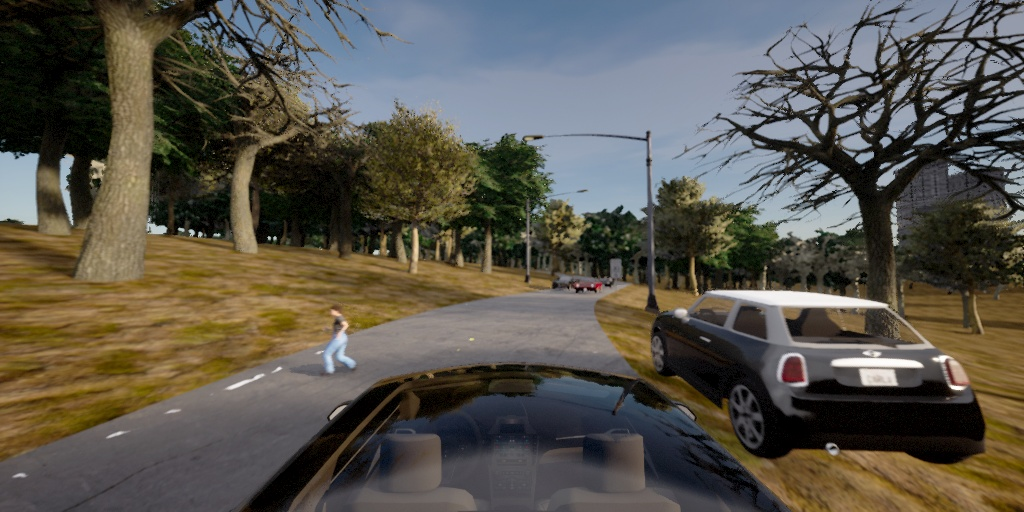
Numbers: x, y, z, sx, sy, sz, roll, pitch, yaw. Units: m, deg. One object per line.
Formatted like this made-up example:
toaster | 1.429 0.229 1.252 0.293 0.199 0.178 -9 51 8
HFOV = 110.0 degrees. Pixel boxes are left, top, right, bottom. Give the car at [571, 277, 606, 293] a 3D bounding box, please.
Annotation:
car | 6.848 2.612 31.808 1.895 1.301 4.718 -1 -3 20

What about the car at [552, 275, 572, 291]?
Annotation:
car | 5.518 2.797 37.417 1.882 1.535 5.008 -1 -3 21

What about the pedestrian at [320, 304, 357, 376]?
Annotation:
pedestrian | -2.963 1.395 6.196 0.375 1.300 0.375 2 -4 -9

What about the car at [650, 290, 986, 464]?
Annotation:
car | 3.341 1.203 4.944 1.970 1.475 3.806 0 -1 4

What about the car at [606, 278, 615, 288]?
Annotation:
car | 11.451 3.301 44.014 1.895 1.301 4.718 -1 -3 21
